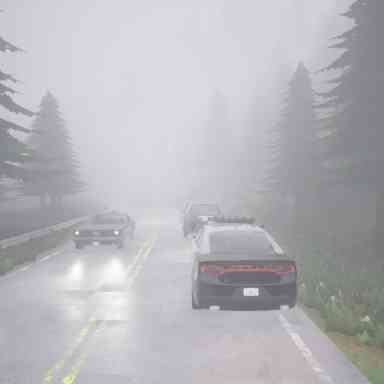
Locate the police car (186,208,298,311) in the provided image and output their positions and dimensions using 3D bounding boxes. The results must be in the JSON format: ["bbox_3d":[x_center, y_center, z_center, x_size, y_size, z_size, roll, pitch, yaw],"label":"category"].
[{"bbox_3d":[0.906,1.409,7.967,1.930,1.638,5.238,0,0,-1],"label":"police car"}]

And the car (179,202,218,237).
[{"bbox_3d":[0.531,1.314,17.938,2.097,1.767,4.553,0,0,-3],"label":"car"}]

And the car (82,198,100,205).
[{"bbox_3d":[-17.587,1.770,55.357,4.902,1.511,2.128,-3,3,27],"label":"car"}]

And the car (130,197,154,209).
[{"bbox_3d":[-6.995,1.461,46.082,1.837,1.490,4.892,-3,1,-35],"label":"car"}]

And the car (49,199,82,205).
[{"bbox_3d":[-20.772,2.134,53.354,5.357,1.411,2.033,-3,3,28],"label":"car"}]

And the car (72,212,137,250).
[{"bbox_3d":[-3.603,1.586,14.414,1.895,1.301,4.718,0,0,-2],"label":"car"}]
